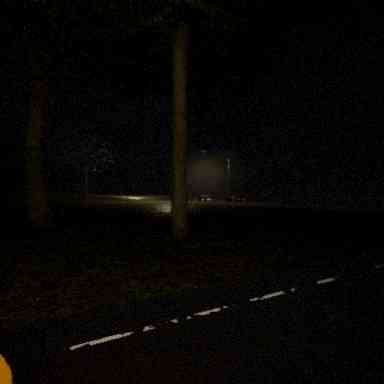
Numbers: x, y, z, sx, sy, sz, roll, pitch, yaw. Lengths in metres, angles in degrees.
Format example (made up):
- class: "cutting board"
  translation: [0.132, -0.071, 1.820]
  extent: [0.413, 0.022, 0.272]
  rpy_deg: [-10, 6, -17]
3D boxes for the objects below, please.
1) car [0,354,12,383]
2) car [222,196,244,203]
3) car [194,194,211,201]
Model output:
- class: "car"
  translation: [-3.652, 1.534, 1.485]
  extent: [5.008, 1.535, 1.882]
  rpy_deg: [0, -1, -35]
- class: "car"
  translation: [8.015, 1.526, 65.365]
  extent: [1.895, 1.301, 4.718]
  rpy_deg: [1, -1, -35]
- class: "car"
  translation: [2.298, 1.241, 73.535]
  extent: [1.837, 1.490, 4.892]
  rpy_deg: [1, 0, -35]
